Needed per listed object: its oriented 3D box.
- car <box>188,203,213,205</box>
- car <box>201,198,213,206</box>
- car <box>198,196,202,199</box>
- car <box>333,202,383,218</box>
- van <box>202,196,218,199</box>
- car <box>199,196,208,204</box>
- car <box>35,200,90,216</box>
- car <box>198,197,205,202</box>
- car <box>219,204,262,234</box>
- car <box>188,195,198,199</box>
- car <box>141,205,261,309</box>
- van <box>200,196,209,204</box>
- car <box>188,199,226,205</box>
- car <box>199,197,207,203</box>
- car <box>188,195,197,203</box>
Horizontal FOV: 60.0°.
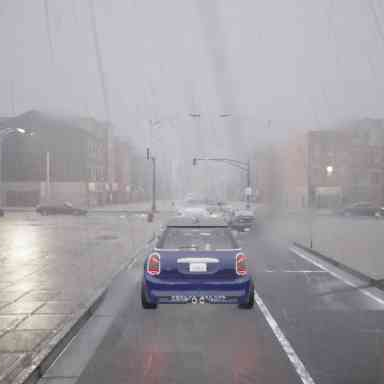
[{"bbox_3d":[0.148,1.547,17.837,1.812,1.442,4.674,0,0,1],"label":"car"},{"bbox_3d":[2.688,1.796,60.917,2.008,1.369,4.403,-1,-1,0],"label":"car"},{"bbox_3d":[2.678,1.519,55.630,2.192,1.841,5.009,-1,0,0],"label":"car"},{"bbox_3d":[16.595,1.777,33.021,4.892,1.490,1.837,1,1,0],"label":"car"},{"bbox_3d":[2.668,1.477,45.048,1.690,1.788,3.998,-1,0,0],"label":"van"},{"bbox_3d":[2.702,1.828,76.789,1.967,1.590,4.097,-1,-1,0],"label":"car"},{"bbox_3d":[-11.686,1.460,30.157,4.674,1.442,1.812,1,1,2],"label":"car"},{"bbox_3d":[2.721,2.144,92.658,1.802,1.307,4.206,-2,-1,0],"label":"car"},{"bbox_3d":[2.645,1.573,18.089,2.008,1.369,4.403,-1,0,0],"label":"car"},{"bbox_3d":[0.086,1.899,75.479,2.128,1.511,4.902,0,-1,0],"label":"car"},{"bbox_3d":[0.107,1.356,8.018,2.097,1.767,4.553,0,0,0],"label":"car"},{"bbox_3d":[2.694,1.678,71.500,1.690,1.788,3.998,-1,-1,0],"label":"van"},{"bbox_3d":[2.299,1.676,35.504,4.718,1.301,1.895,0,0,28],"label":"car"},{"bbox_3d":[2.710,1.987,82.078,1.887,1.381,4.507,-1,-1,0],"label":"car"},{"bbox_3d":[0.095,1.708,85.859,2.150,2.045,5.566,0,-1,0],"label":"car"}]
